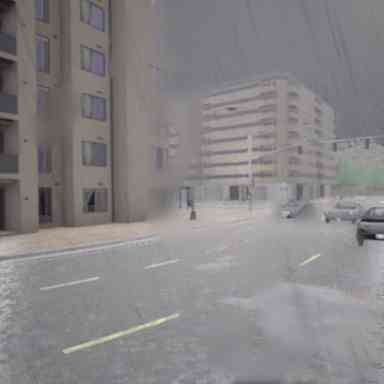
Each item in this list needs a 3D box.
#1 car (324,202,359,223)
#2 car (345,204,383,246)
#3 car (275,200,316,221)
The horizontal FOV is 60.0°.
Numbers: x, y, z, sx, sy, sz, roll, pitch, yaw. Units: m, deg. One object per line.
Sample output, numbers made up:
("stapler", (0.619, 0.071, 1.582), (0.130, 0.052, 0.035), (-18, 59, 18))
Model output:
("car", (10.650, 1.398, 23.001), (1.895, 1.301, 4.718), (-1, 0, 36))
("car", (8.190, 1.343, 13.751), (2.128, 1.511, 4.902), (-1, 0, 38))
("car", (7.869, 1.343, 25.127), (2.128, 1.511, 4.902), (-1, 0, 36))
